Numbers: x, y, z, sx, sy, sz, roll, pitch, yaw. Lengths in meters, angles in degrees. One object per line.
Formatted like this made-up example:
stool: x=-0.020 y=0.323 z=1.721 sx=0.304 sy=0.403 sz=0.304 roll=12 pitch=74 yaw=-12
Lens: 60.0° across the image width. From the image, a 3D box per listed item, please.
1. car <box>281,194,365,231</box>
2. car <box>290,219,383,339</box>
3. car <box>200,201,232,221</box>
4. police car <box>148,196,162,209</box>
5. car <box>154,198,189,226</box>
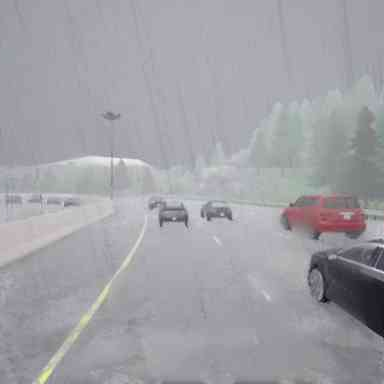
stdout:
car: x=6.312 y=1.129 z=16.613 sx=2.150 sy=2.045 sz=5.566 roll=0 pitch=0 yaw=-4
car: x=3.427 y=1.460 z=5.191 sx=2.128 sy=1.511 sz=4.902 roll=0 pitch=0 yaw=-1
car: x=1.820 y=1.399 z=25.472 sx=1.812 sy=1.442 sz=4.674 roll=0 pitch=0 yaw=-7
police car: x=-4.379 y=1.314 z=41.077 sx=2.038 sy=1.542 sz=4.974 roll=0 pitch=0 yaw=-12
car: x=-1.321 y=1.385 z=22.338 sx=2.128 sy=1.511 sz=4.902 roll=0 pitch=0 yaw=-6
